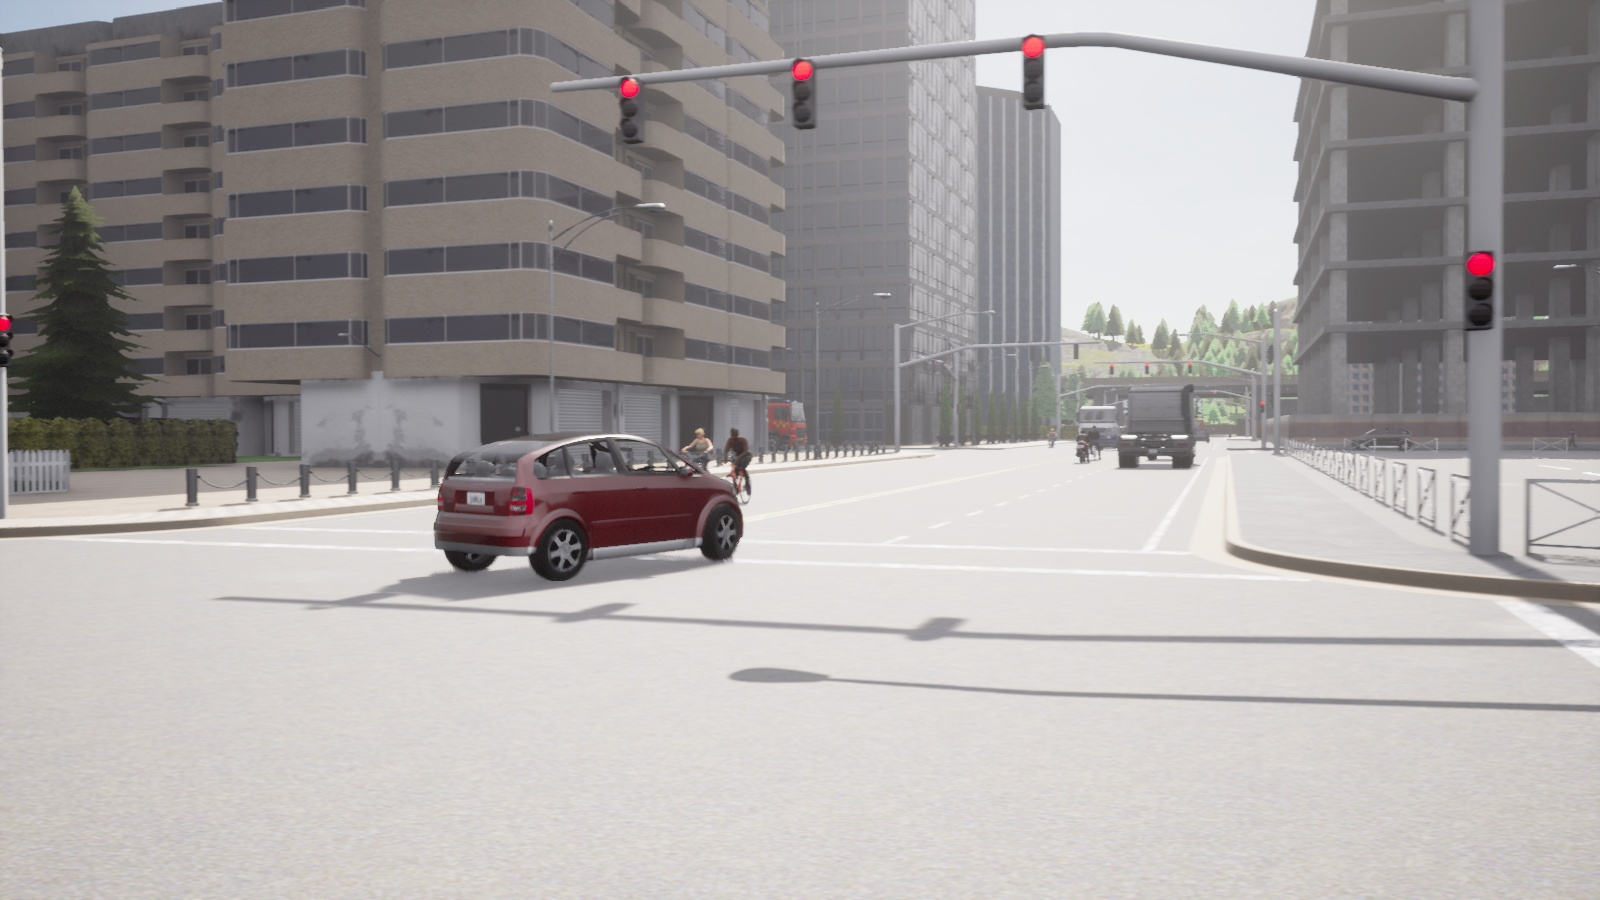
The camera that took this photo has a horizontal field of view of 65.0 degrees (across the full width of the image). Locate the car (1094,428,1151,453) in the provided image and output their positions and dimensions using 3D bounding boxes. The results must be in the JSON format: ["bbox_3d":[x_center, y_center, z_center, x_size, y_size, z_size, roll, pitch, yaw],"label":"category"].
[{"bbox_3d":[22.934,-0.685,89.256,2.097,1.767,4.553,0,1,41],"label":"car"}]

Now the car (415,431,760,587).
[{"bbox_3d":[-2.341,0.562,14.560,1.789,1.549,3.705,1,1,38],"label":"car"}]

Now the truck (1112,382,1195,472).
[{"bbox_3d":[14.800,-0.939,52.195,2.891,3.462,7.936,1,1,19],"label":"truck"}]

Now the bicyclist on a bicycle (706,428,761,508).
[{"bbox_3d":[-1.388,0.351,26.358,0.582,1.620,1.656,1,1,19],"label":"bicyclist on a bicycle"}]

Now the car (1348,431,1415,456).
[{"bbox_3d":[37.567,-0.415,81.200,3.705,1.549,1.789,1,1,19],"label":"car"}]

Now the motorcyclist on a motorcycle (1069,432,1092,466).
[{"bbox_3d":[12.820,-0.064,57.270,0.797,1.523,2.044,1,1,19],"label":"motorcyclist on a motorcycle"}]

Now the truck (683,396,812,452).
[{"bbox_3d":[-3.629,-1.810,87.310,8.468,3.827,2.891,1,1,19],"label":"truck"}]
